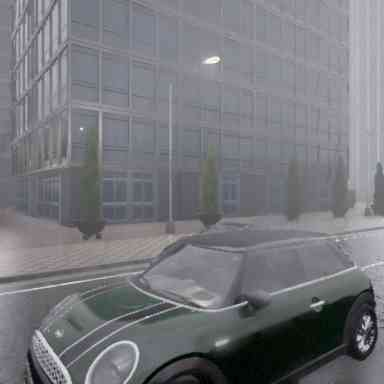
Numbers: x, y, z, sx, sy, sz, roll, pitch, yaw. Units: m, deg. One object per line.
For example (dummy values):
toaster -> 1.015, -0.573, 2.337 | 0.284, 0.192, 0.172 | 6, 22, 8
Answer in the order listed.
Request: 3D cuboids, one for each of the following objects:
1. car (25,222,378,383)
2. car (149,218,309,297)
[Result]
car -> 0.415, 1.352, 4.298 | 4.553, 1.767, 2.097 | 0, 0, -37
car -> 1.135, 1.564, 9.205 | 4.181, 1.385, 1.994 | 0, 0, -37
